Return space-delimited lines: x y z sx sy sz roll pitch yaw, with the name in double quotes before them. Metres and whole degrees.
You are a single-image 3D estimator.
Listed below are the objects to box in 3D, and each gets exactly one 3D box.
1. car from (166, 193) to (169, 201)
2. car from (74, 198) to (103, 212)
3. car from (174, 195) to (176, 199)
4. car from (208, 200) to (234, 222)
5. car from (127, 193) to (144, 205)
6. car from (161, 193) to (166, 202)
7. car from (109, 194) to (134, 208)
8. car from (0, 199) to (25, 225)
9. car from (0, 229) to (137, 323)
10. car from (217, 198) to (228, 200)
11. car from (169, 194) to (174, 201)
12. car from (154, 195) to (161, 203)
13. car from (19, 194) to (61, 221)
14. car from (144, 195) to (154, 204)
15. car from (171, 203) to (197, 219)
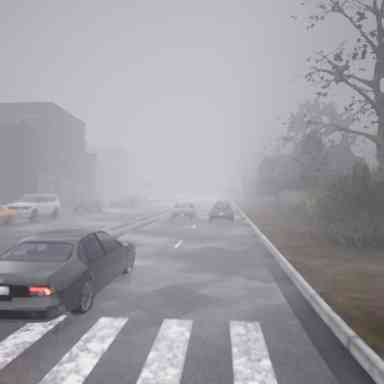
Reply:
"car" -7.605 1.523 81.663 1.946 1.575 5.366 0 0 5
"car" -11.717 1.492 37.935 2.163 1.488 4.792 0 0 5
"car" -6.544 1.543 92.980 2.231 1.521 4.892 0 0 5
"car" 2.365 1.586 26.755 1.994 1.385 4.181 0 0 6
"car" -10.163 1.235 54.440 2.435 2.045 5.566 0 0 5
"car" -8.102 1.392 76.378 2.185 1.767 4.553 0 0 5
"car" -10.676 1.480 48.974 2.231 1.521 4.892 0 0 5
"car" -13.292 1.435 21.153 1.946 1.575 5.366 0 0 5
"car" -2.721 1.546 7.537 2.033 1.411 5.357 0 0 4
"car" 3.859 1.533 41.998 2.128 1.511 4.902 0 0 6
"car" -7.074 1.282 87.321 2.435 2.045 5.566 0 0 5
"car" -8.639 1.507 70.661 1.946 1.575 5.366 0 0 5
"car" -12.745 1.195 26.937 2.435 2.045 5.566 0 0 5
"car" -9.337 1.501 63.825 2.231 1.521 4.892 0 0 6
"car" -0.608 1.627 29.859 1.895 1.301 4.718 0 0 6
